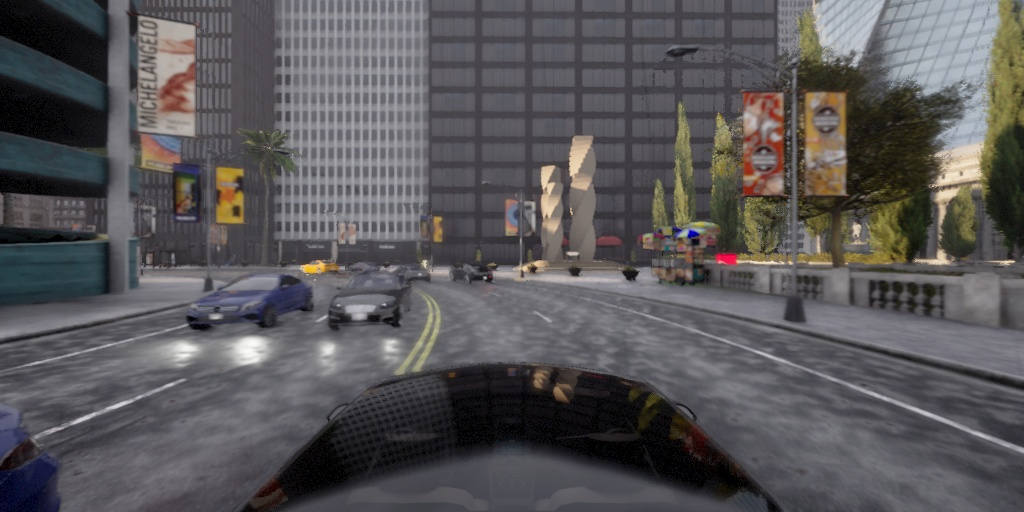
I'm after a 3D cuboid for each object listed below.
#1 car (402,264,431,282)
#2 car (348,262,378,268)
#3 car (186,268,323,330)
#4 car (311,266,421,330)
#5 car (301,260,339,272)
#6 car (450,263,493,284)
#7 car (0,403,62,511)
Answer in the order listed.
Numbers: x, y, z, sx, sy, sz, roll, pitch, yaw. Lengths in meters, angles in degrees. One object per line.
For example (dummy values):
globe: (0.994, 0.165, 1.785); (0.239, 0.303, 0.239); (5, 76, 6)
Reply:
car: (-7.912, 1.323, 27.953); (1.994, 1.385, 4.181); (0, 0, -35)
car: (-17.176, 1.324, 41.382); (4.181, 1.385, 1.994); (0, 0, 33)
car: (-7.856, 1.276, 11.338); (1.812, 1.442, 4.674); (0, 0, -10)
car: (-4.225, 1.244, 11.316); (2.128, 1.511, 4.902); (0, 0, -10)
car: (-21.419, 1.235, 39.919); (5.008, 1.535, 1.882); (0, 0, 30)
car: (-3.137, 1.268, 27.092); (1.837, 1.490, 4.892); (0, 0, -32)
car: (-3.565, 1.273, 0.138); (1.812, 1.442, 4.674); (0, 0, 0)
